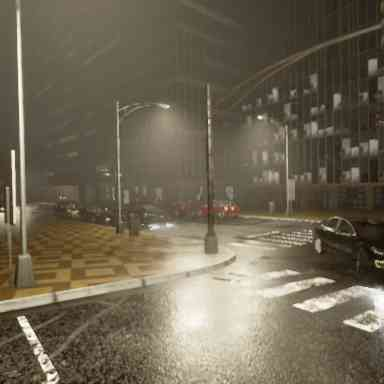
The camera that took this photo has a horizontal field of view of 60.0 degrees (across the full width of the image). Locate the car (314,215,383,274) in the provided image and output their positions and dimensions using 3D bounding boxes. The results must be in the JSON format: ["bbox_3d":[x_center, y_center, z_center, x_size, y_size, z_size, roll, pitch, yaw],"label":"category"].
[{"bbox_3d":[5.616,1.581,10.928,1.837,1.490,4.892,2,-1,-1],"label":"car"}]

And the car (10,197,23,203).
[{"bbox_3d":[-42.314,1.935,80.069,1.887,1.381,4.507,-2,1,-41],"label":"car"}]

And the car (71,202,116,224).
[{"bbox_3d":[-8.002,1.787,27.654,1.947,1.339,4.313,-2,1,-41],"label":"car"}]

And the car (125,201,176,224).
[{"bbox_3d":[-3.579,1.707,26.514,1.994,1.385,4.181,-2,1,-41],"label":"car"}]

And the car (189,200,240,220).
[{"bbox_3d":[2.078,1.445,28.827,1.967,1.590,4.097,-2,1,-41],"label":"car"}]

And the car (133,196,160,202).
[{"bbox_3d":[-5.327,1.386,37.362,2.192,1.841,5.009,-2,1,-41],"label":"car"}]

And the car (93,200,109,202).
[{"bbox_3d":[-12.719,1.702,45.908,1.947,1.339,4.313,-2,1,-41],"label":"car"}]

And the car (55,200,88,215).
[{"bbox_3d":[-14.039,1.712,38.609,1.882,1.535,5.008,-2,0,-41],"label":"car"}]

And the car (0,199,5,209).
[{"bbox_3d":[-30.161,1.997,53.241,1.802,1.307,4.206,-2,1,-41],"label":"car"}]

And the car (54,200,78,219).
[{"bbox_3d":[-11.698,1.694,31.917,1.967,1.590,4.097,-2,1,-41],"label":"car"}]

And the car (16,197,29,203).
[{"bbox_3d":[-38.615,1.926,75.798,1.947,1.339,4.313,-2,1,-41],"label":"car"}]

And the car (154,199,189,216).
[{"bbox_3d":[-1.619,1.620,33.098,1.802,1.307,4.206,-2,1,-41],"label":"car"}]
